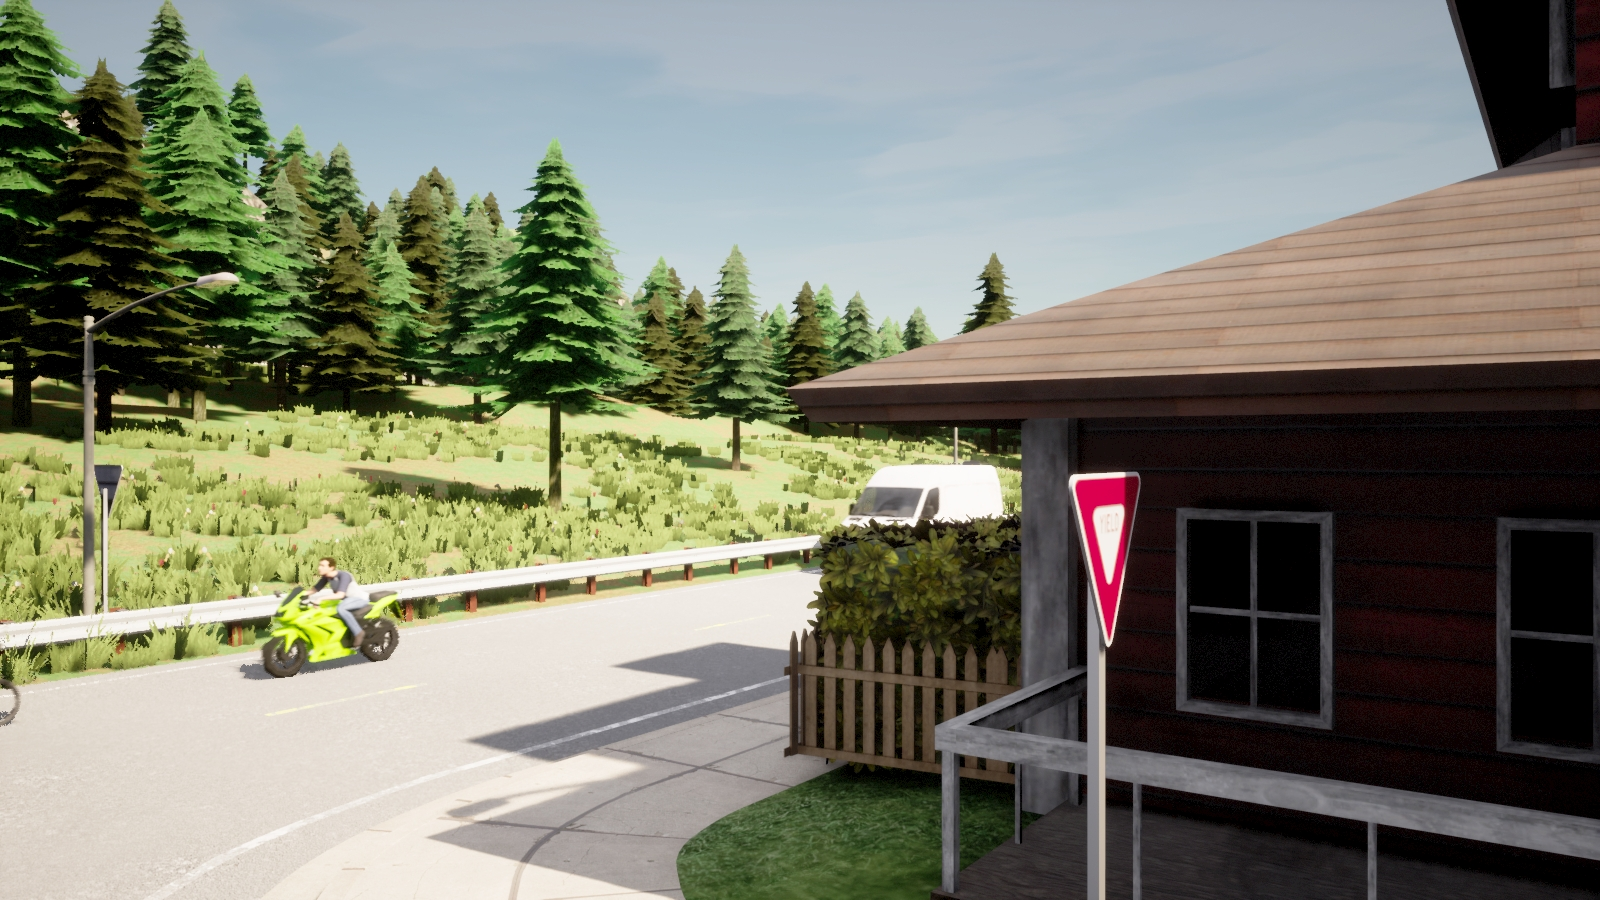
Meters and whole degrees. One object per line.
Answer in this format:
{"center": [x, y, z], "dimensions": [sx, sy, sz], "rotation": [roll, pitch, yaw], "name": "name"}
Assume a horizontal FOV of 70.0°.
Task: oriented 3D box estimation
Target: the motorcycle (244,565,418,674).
{"center": [-6.216, 2.213, 15.258], "dimensions": [0.803, 1.145, 2.033], "rotation": [0, 0, 35], "name": "motorcycle"}

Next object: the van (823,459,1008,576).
{"center": [3.031, 1.534, 28.540], "dimensions": [1.988, 2.561, 5.915], "rotation": [0, 0, 35], "name": "van"}
